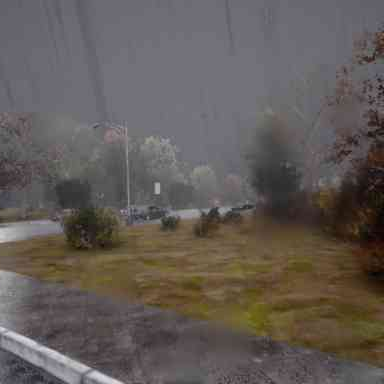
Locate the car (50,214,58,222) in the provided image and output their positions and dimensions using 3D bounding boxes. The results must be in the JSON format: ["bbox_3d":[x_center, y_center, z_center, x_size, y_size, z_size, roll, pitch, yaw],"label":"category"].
[{"bbox_3d":[-13.428,2.517,36.650,1.994,1.385,4.181,-3,-2,32],"label":"car"}]

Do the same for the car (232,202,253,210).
[{"bbox_3d":[7.854,2.232,50.288,1.895,1.301,4.718,-3,-2,32],"label":"car"}]

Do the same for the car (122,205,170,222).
[{"bbox_3d":[-3.960,2.005,31.644,1.837,1.490,4.892,-3,-2,33],"label":"car"}]

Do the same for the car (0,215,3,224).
[{"bbox_3d":[-18.873,2.439,28.341,1.837,1.490,4.892,-3,-2,35],"label":"car"}]

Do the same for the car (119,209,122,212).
[{"bbox_3d":[-7.870,2.491,45.391,2.128,1.511,4.902,-3,-2,32],"label":"car"}]
